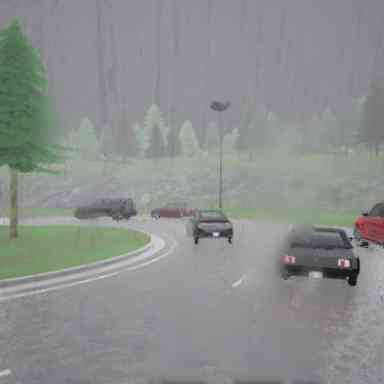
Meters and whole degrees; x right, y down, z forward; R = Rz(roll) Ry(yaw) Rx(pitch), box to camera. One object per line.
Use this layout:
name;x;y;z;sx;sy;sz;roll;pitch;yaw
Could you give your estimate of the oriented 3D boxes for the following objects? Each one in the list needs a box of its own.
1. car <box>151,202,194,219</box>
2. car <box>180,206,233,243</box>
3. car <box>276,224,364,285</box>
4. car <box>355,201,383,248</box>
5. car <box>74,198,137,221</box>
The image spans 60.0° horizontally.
car;-1.659;1.689;31.460;4.553;1.767;2.097;-1;0;31
car;0.795;1.671;17.105;2.128;1.511;4.902;0;-1;-6
car;3.785;1.696;9.954;1.895;1.301;4.718;0;-1;22
car;7.919;1.329;12.419;2.150;2.045;5.566;0;0;9
car;-7.821;1.566;30.213;5.566;2.045;2.150;0;-1;10
